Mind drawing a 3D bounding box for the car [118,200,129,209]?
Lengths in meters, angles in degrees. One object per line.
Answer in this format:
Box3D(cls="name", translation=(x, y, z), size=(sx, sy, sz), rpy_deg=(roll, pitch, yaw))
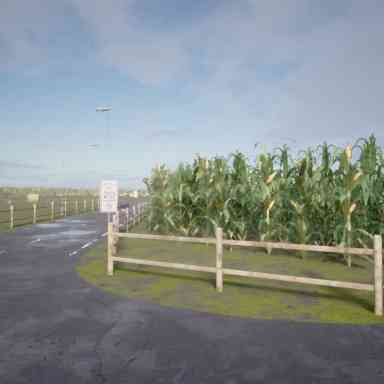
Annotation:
Box3D(cls="car", translation=(-11.071, 1.876, 52.077), size=(1.994, 1.385, 4.181), rpy_deg=(1, 0, -4))
